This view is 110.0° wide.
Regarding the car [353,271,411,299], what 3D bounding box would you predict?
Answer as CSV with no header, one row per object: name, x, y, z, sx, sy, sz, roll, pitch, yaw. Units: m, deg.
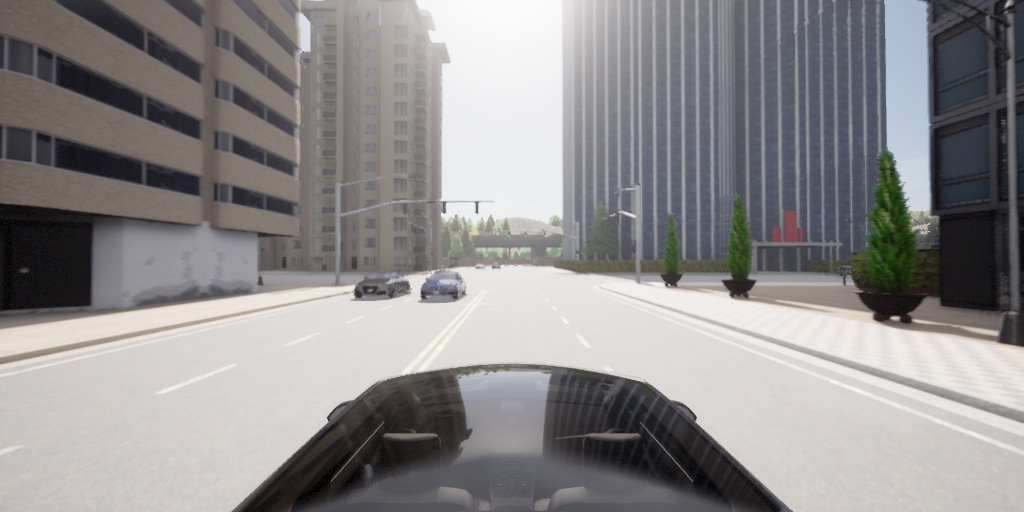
car,-7.047,1.549,19.828,1.994,1.385,4.181,0,-1,1

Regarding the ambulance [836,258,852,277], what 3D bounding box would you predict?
ambulance,42.483,1.305,42.705,6.366,2.431,2.351,0,-1,-1

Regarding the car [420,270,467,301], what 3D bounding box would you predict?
car,-3.551,1.501,19.225,1.812,1.442,4.674,0,-1,0
